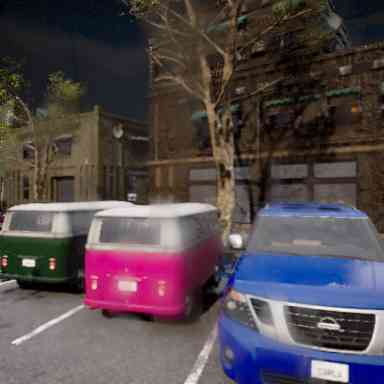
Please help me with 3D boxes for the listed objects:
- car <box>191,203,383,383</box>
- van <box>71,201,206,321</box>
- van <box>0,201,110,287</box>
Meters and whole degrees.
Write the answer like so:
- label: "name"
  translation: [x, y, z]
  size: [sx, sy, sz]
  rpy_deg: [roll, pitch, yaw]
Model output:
- label: "car"
  translation: [1.931, 1.235, 5.539]
  size: [2.435, 2.045, 5.566]
  rpy_deg: [1, -1, 16]
- label: "van"
  translation: [-0.450, 1.261, 7.398]
  size: [1.878, 1.987, 4.442]
  rpy_deg: [0, -1, 16]
- label: "van"
  translation: [-2.858, 1.260, 9.117]
  size: [1.878, 1.987, 4.442]
  rpy_deg: [0, -1, 16]
